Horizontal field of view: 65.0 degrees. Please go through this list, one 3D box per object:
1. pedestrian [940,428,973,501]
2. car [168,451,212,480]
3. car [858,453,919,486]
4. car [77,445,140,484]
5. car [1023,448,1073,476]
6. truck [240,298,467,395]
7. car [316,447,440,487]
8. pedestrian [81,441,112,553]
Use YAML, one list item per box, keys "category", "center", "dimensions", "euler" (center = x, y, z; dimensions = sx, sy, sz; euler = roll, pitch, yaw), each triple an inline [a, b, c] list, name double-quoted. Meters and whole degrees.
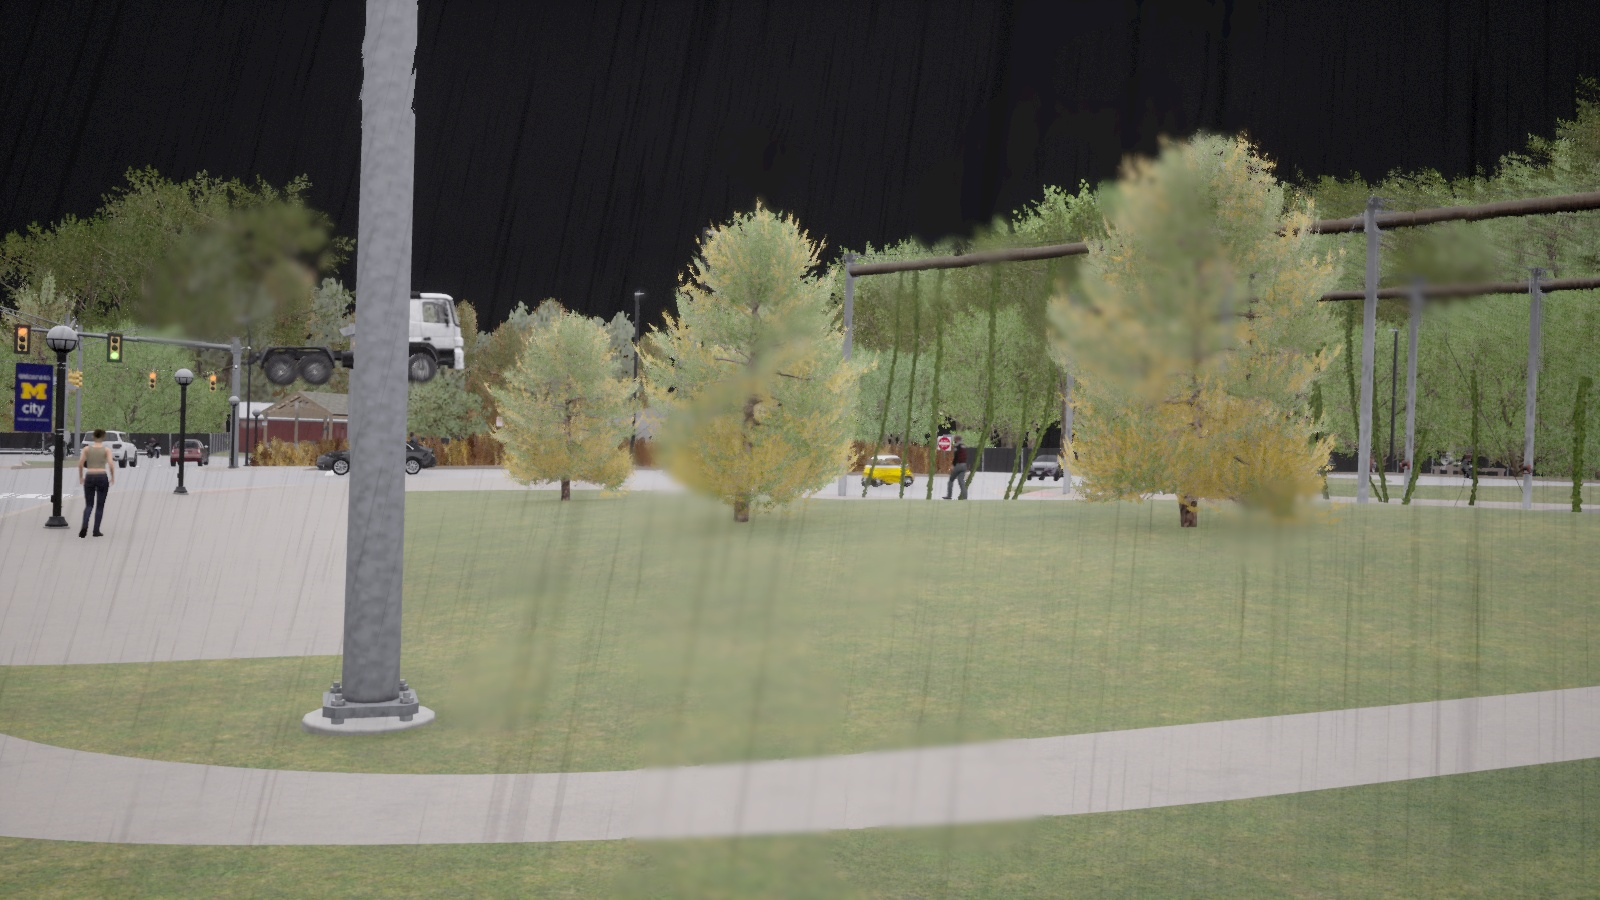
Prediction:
- category: "pedestrian"
  center: [4.040, 0.365, 32.433]
  dimensions: [0.720, 1.854, 0.376]
  euler: [1, 1, 45]
- category: "car"
  center: [-36.865, 0.901, 75.985]
  dimensions: [1.851, 1.617, 3.988]
  euler: [-1, 1, -19]
- category: "car"
  center: [3.868, 0.835, 54.958]
  dimensions: [2.207, 1.376, 1.481]
  euler: [-2, 1, -37]
- category: "car"
  center: [-38.541, 0.799, 70.136]
  dimensions: [2.150, 2.045, 5.566]
  euler: [-1, 0, -19]
- category: "car"
  center: [13.888, 0.707, 70.169]
  dimensions: [1.816, 1.474, 4.193]
  euler: [-1, -2, 24]
- category: "truck"
  center: [-17.326, -4.055, 48.915]
  dimensions: [7.936, 3.462, 2.891]
  euler: [-4, 4, -22]
- category: "car"
  center: [-18.053, 0.696, 53.746]
  dimensions: [4.892, 1.490, 1.837]
  euler: [-2, 1, -20]
- category: "pedestrian"
  center: [-11.753, 0.769, 20.996]
  dimensions: [0.345, 1.836, 0.594]
  euler: [1, 0, -20]
